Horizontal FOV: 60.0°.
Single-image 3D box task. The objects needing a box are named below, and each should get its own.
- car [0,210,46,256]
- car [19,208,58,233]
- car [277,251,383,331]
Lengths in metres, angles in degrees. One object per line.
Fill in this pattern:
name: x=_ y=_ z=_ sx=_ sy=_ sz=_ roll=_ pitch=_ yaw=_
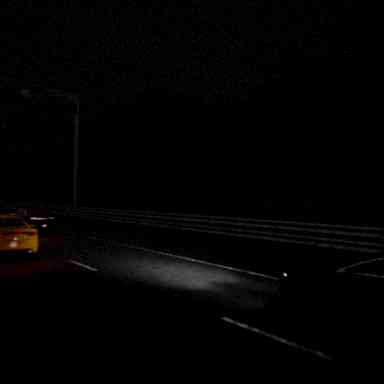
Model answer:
car: x=-7.581 y=1.605 z=12.882 sx=1.882 sy=1.535 sz=5.008 roll=2 pitch=-1 yaw=-42
car: x=-10.065 y=1.731 z=20.853 sx=2.128 sy=1.511 sz=4.902 roll=2 pitch=-1 yaw=-42
car: x=3.775 y=1.658 z=5.524 sx=2.128 sy=1.511 sz=4.902 roll=2 pitch=-1 yaw=-42
